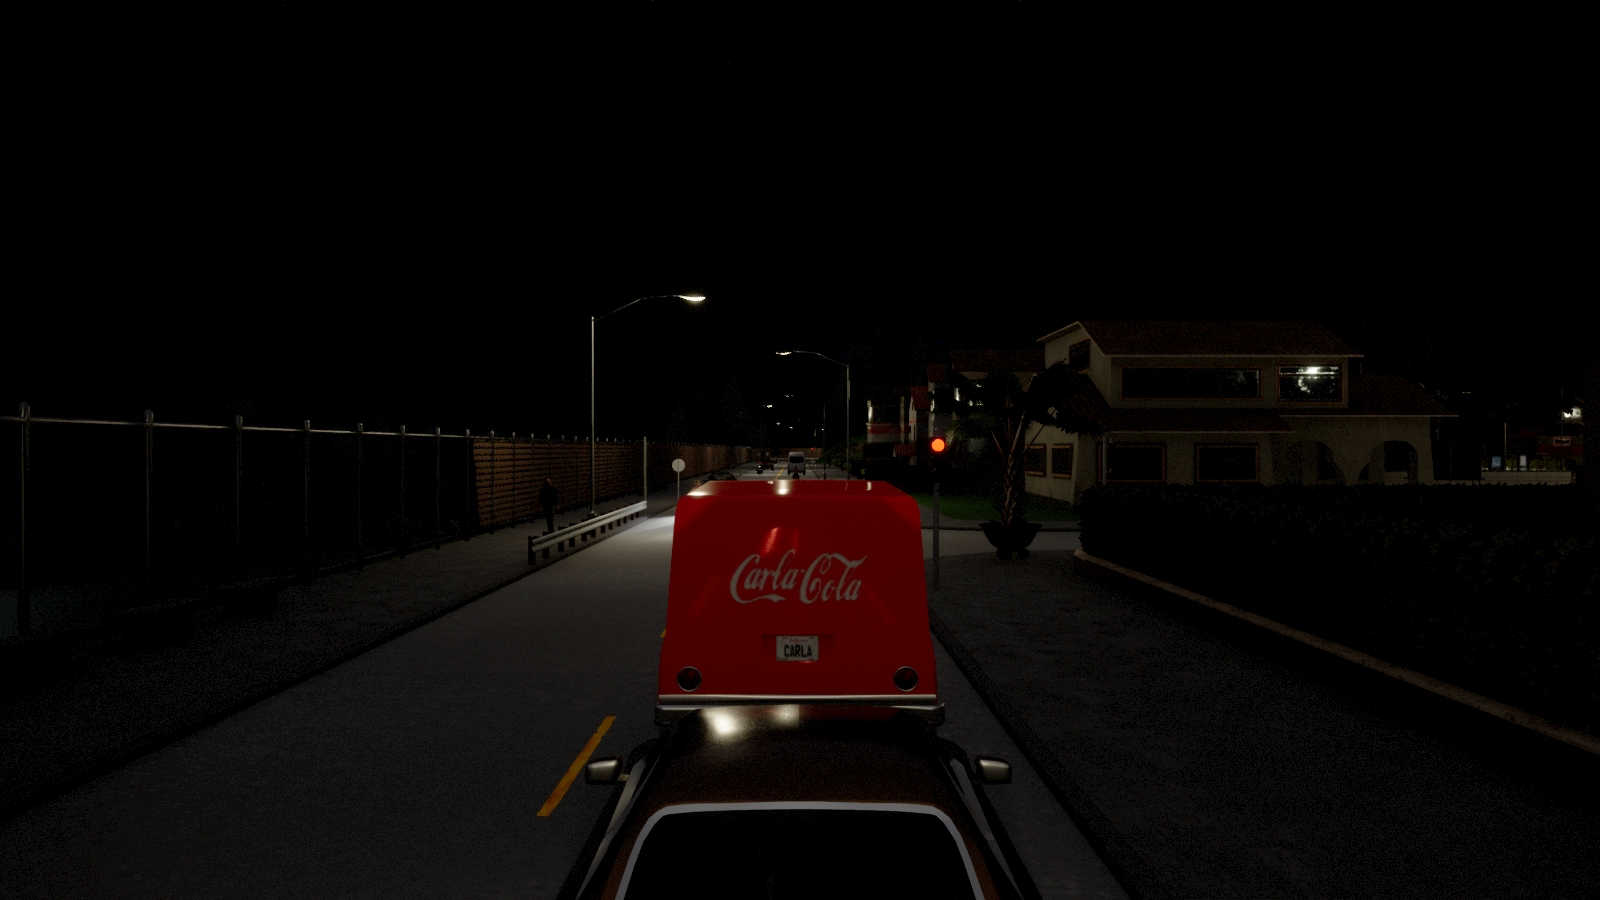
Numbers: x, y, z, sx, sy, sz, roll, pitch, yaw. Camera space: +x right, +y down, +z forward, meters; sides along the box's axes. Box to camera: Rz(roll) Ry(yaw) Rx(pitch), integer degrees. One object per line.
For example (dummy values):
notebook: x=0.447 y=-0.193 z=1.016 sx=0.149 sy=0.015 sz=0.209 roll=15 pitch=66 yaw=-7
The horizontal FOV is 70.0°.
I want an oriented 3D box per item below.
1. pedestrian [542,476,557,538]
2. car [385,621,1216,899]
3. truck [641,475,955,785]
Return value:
pedestrian: x=-7.652 y=1.732 z=34.947 sx=0.375 sy=1.860 sz=0.375 roll=0 pitch=0 yaw=-1
car: x=-0.006 y=1.989 z=5.238 sx=2.152 sy=1.651 sz=5.027 roll=0 pitch=0 yaw=0
truck: x=-0.025 y=1.564 z=12.158 sx=2.627 sy=2.467 sz=5.204 roll=0 pitch=0 yaw=0
